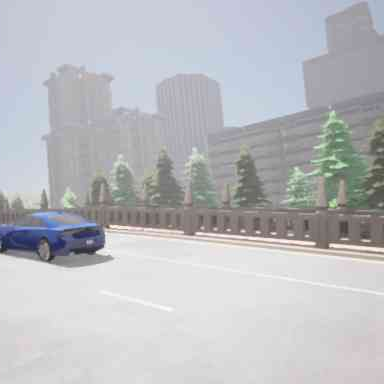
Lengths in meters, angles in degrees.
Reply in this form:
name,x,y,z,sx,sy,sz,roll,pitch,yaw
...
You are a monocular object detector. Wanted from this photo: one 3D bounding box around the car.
name,x,y,z,sx,sy,sz,roll,pitch,yaw
car,-5.278,1.469,12.060,5.008,1.535,1.882,-1,0,36
